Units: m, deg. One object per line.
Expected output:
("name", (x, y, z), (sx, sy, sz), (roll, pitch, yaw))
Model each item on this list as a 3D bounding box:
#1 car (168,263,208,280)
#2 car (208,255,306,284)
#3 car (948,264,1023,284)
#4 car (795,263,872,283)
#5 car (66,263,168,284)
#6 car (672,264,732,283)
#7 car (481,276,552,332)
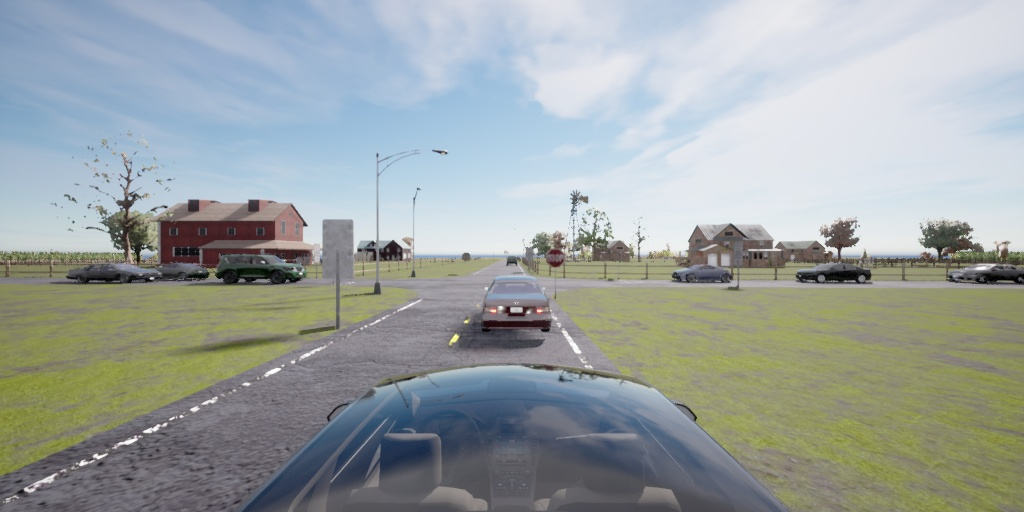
("car", (-26.882, 1.228, 28.659), (4.181, 1.385, 1.994), (0, 0, 1))
("car", (-17.861, 0.918, 25.646), (5.566, 2.045, 2.150), (0, 0, 0))
("car", (37.372, 1.381, 28.153), (4.902, 1.511, 2.128), (0, 0, 1))
("car", (25.241, 1.313, 28.263), (5.008, 1.535, 1.882), (0, 0, 1))
("car", (-28.482, 1.214, 25.729), (5.357, 1.411, 2.033), (0, 0, 1))
("car", (14.941, 1.359, 28.339), (4.181, 1.385, 1.994), (0, 0, 1))
("car", (0.100, 1.296, 10.823), (2.033, 1.411, 5.357), (0, 0, 0))
